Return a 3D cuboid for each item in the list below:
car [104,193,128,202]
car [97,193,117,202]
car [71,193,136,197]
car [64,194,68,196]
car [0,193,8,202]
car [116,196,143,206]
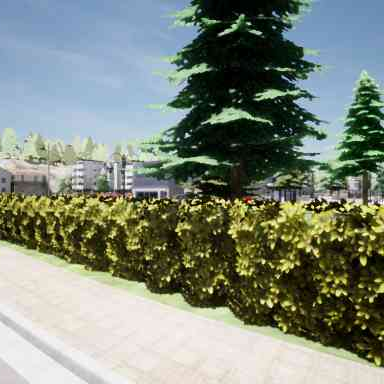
[{"bbox_3d":[-15.854,1.097,69.676,1.932,1.855,4.605,0,0,44],"label":"car"},{"bbox_3d":[-18.212,1.077,71.423,1.905,1.878,3.866,0,0,44],"label":"car"},{"bbox_3d":[-8.077,1.221,31.062,2.150,2.045,5.566,0,0,44],"label":"car"},{"bbox_3d":[-27.320,1.154,80.409,2.152,1.636,5.027,0,0,44],"label":"car"},{"bbox_3d":[-41.764,1.097,70.238,1.932,1.855,4.605,0,0,44],"label":"car"},{"bbox_3d":[-10.055,1.384,53.337,1.970,1.475,3.806,0,0,44],"label":"car"}]
